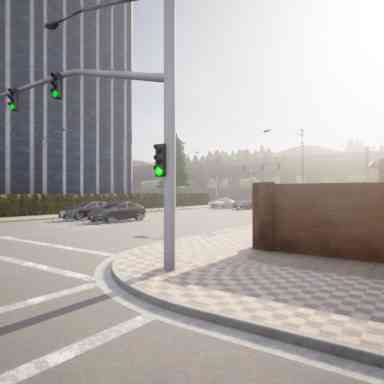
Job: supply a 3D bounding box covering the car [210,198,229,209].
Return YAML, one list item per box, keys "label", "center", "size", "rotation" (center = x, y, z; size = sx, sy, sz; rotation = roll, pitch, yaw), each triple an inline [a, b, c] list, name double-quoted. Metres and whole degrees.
- label: "car"
  center: [4.235, 1.519, 44.653]
  size: [1.812, 1.442, 4.674]
  rotation: [0, 0, 36]

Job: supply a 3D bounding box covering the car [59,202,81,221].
- label: "car"
  center: [-8.373, 1.485, 27.003]
  size: [2.128, 1.511, 4.902]
  rotation: [0, 0, 35]

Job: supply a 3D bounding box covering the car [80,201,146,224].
- label: "car"
  center: [-5.546, 1.499, 24.939]
  size: [1.837, 1.490, 4.892]
  rotation: [0, 0, 35]

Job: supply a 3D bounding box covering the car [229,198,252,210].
- label: "car"
  center: [7.174, 1.487, 42.745]
  size: [2.128, 1.511, 4.902]
  rotation: [0, 0, 36]
